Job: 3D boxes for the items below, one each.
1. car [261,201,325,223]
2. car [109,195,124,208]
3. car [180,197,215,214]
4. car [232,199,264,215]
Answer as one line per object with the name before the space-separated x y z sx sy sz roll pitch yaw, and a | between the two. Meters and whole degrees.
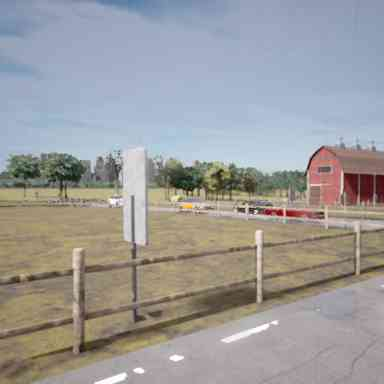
car | 8.100 1.648 26.268 1.895 1.301 4.718 -1 1 -36
car | -11.983 1.490 54.595 2.150 2.045 5.566 -1 0 -35
car | 0.553 1.440 36.825 2.097 1.767 4.553 -1 0 -35
car | 6.146 1.526 34.058 1.837 1.490 4.892 -1 0 -35
